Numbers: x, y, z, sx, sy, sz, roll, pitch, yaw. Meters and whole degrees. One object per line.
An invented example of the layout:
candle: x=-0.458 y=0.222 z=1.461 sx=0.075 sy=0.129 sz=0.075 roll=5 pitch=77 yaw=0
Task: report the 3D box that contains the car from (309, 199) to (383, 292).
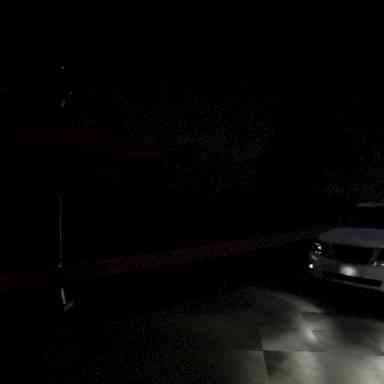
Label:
car: x=5.190 y=1.227 z=8.460 sx=5.566 sy=2.045 sz=2.150 roll=0 pitch=0 yaw=-42
